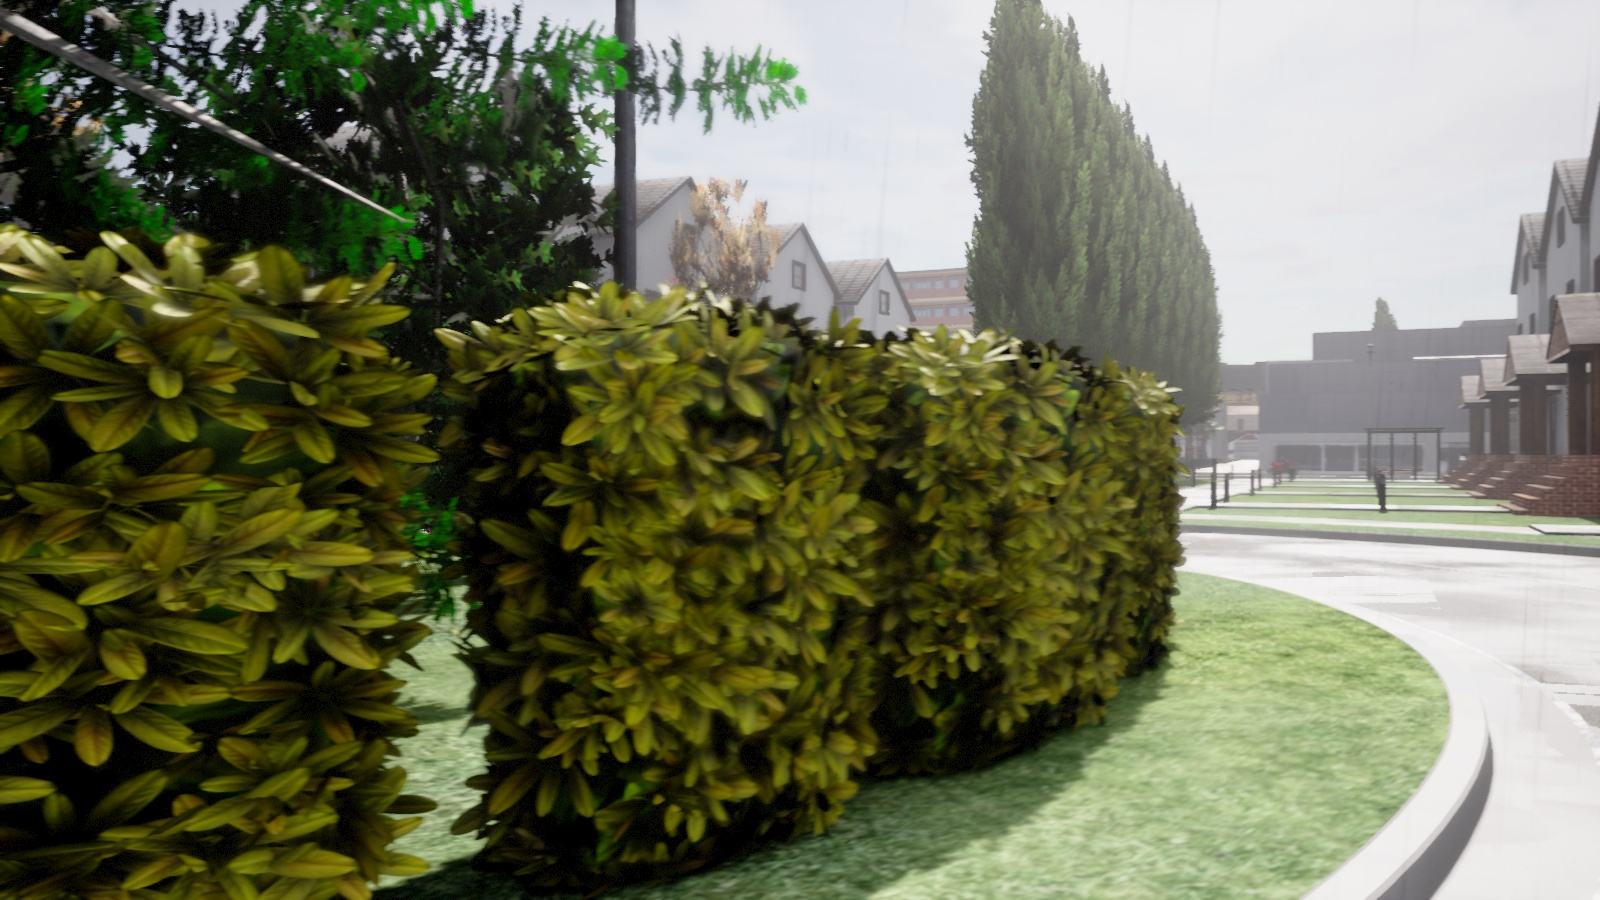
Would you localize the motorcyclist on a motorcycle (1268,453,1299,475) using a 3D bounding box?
[{"bbox_3d":[34.051,0.961,88.427,2.044,1.523,0.797,0,0,24],"label":"motorcyclist on a motorcycle"}]
